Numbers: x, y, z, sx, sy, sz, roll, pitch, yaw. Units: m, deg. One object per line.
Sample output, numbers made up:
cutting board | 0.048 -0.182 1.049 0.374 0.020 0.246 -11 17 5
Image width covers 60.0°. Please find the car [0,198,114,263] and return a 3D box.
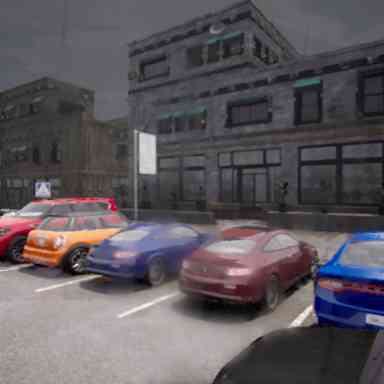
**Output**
car | -5.213 1.286 12.634 2.435 2.045 5.566 0 0 35

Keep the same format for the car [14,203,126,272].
car | -2.969 1.398 11.031 2.185 1.767 4.553 0 0 35

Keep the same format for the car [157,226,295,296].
car | 1.539 1.536 7.852 2.002 1.452 4.674 0 0 35

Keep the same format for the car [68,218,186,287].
car | -0.812 1.551 9.528 2.002 1.452 4.674 0 0 35

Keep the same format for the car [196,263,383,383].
car | 2.026 1.561 1.932 4.181 1.385 1.994 0 0 35

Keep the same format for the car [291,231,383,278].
car | 3.782 1.482 6.249 2.097 1.535 5.008 0 0 35
